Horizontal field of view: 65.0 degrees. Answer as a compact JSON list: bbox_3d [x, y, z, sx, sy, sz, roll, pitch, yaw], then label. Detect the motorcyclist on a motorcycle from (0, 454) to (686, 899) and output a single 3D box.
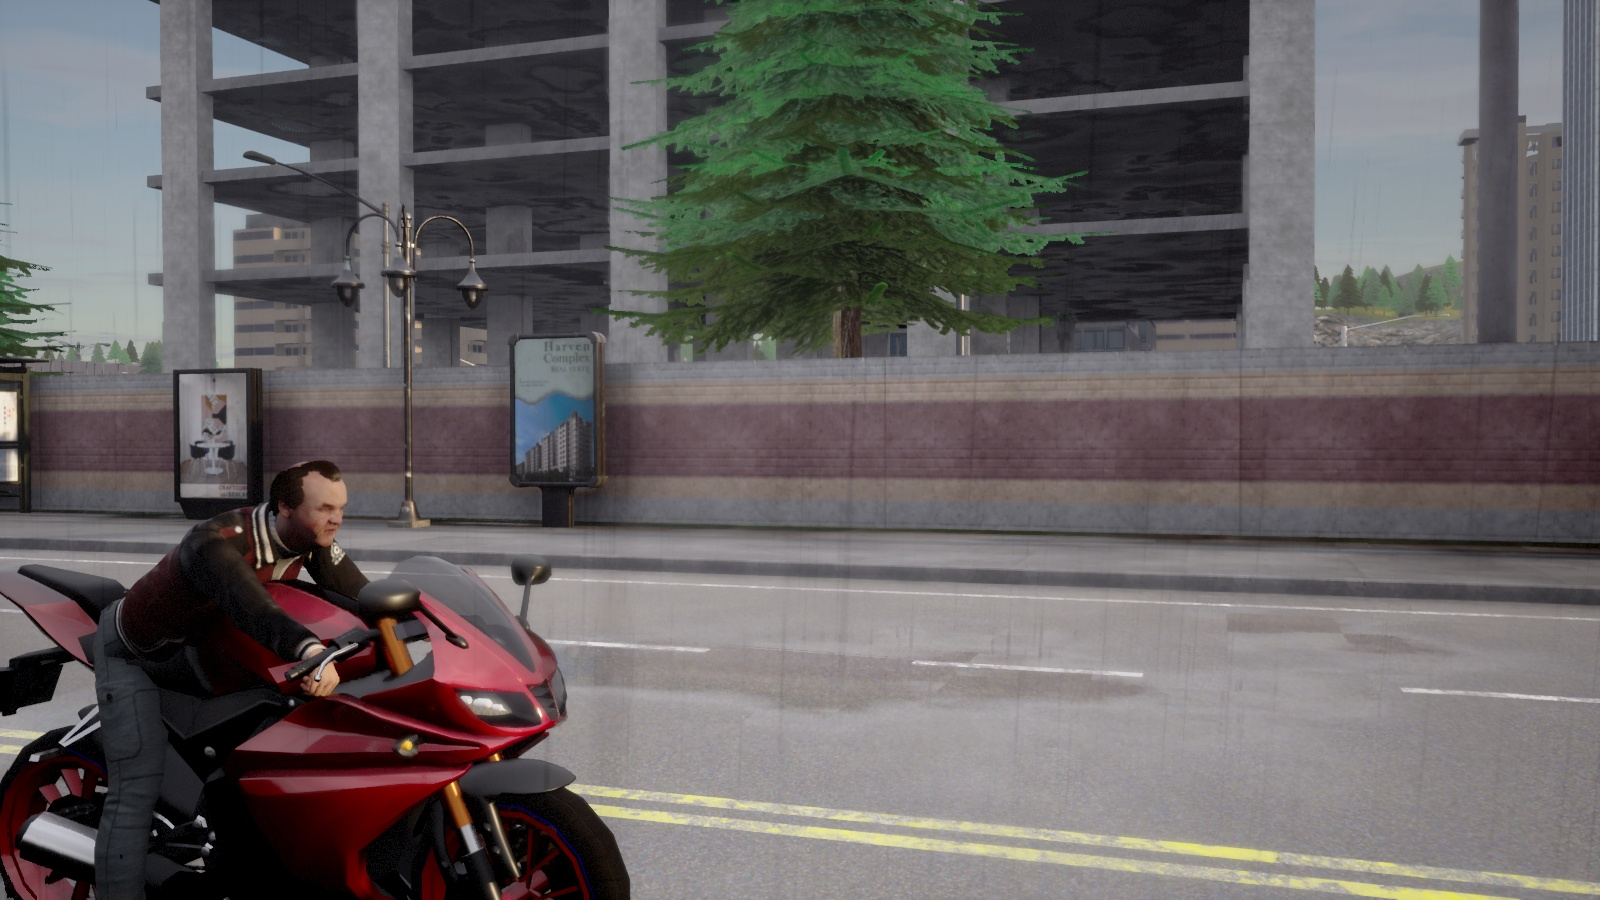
[{"bbox_3d":[-1.520,0.797,3.704,2.191,1.530,0.866,1,1,19],"label":"motorcyclist on a motorcycle"}]
